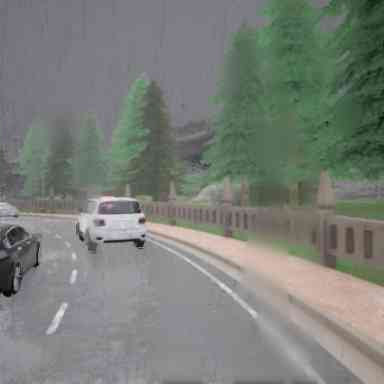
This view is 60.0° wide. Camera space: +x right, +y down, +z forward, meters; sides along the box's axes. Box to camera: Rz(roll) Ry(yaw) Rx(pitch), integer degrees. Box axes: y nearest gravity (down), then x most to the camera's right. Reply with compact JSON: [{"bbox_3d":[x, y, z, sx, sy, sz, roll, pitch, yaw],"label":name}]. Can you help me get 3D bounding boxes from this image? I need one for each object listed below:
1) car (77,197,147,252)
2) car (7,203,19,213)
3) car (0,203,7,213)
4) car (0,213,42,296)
[{"bbox_3d":[-3.610,1.250,14.405,2.150,2.045,5.566,0,0,-24],"label":"car"},{"bbox_3d":[-17.293,1.679,29.720,4.674,1.442,1.812,-1,0,33],"label":"car"},{"bbox_3d":[-16.430,1.694,25.121,5.357,1.411,2.033,-1,0,38],"label":"car"},{"bbox_3d":[-5.156,1.552,8.522,1.837,1.490,4.892,0,0,-16],"label":"car"}]
